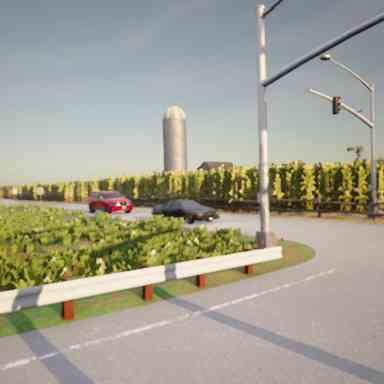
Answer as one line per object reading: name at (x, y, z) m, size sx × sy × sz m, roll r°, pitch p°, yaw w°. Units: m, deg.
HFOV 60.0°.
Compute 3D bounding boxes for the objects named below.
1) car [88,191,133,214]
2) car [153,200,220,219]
car at (-7.489, 0.932, 30.036) m, size 2.150 × 2.045 × 5.566 m, roll -3°, pitch 2°, yaw -40°
car at (-0.603, 1.226, 21.940) m, size 2.033 × 1.411 × 5.357 m, roll -3°, pitch 2°, yaw -40°
